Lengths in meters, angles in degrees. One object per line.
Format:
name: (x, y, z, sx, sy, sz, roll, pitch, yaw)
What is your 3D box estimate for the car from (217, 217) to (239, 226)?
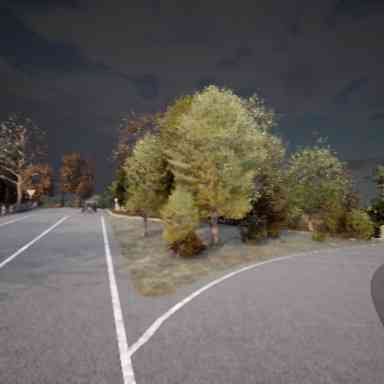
car: (3.503, 2.003, 27.561, 4.553, 1.767, 2.097, 2, -6, 23)

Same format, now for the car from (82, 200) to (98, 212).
car: (-13.740, 1.892, 44.797, 1.837, 1.490, 4.892, 3, -2, -16)
